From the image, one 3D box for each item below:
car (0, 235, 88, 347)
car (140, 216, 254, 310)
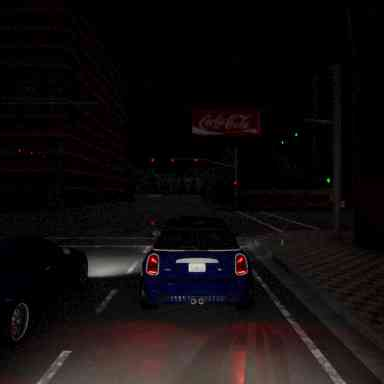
[{"bbox_3d":[-3.420,1.526,6.181,1.812,1.442,4.674,0,0,0],"label":"car"},{"bbox_3d":[0.085,1.352,7.977,2.097,1.767,4.553,0,0,0],"label":"car"}]
